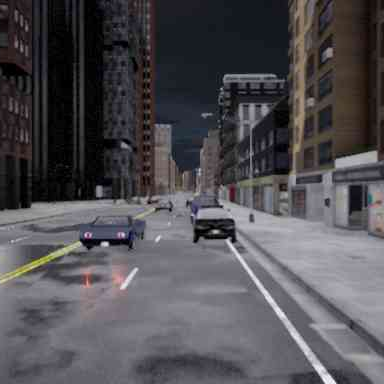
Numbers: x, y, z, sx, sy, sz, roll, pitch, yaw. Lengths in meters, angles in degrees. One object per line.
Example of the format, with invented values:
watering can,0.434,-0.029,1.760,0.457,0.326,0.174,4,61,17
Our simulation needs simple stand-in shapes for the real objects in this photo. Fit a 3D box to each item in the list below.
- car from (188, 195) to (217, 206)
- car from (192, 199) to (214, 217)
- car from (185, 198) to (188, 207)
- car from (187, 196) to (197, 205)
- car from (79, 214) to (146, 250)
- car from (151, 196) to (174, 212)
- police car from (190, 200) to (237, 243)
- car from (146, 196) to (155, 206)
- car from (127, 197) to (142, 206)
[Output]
car,0.976,1.218,26.100,2.150,2.045,5.566,0,0,0
car,0.975,1.472,32.071,1.882,1.535,5.008,0,0,0
car,0.001,1.474,51.127,1.882,1.535,5.008,0,0,0
car,0.001,1.506,61.123,1.837,1.490,4.892,0,0,0
car,-3.150,1.596,14.276,1.895,1.301,4.718,0,0,0
car,-3.150,1.541,38.509,2.033,1.411,5.357,0,0,0
police car,0.975,1.420,16.180,1.930,1.638,5.238,0,0,0
car,-6.516,1.477,56.336,1.882,1.535,5.008,0,0,0
car,-9.764,1.525,56.582,1.812,1.442,4.674,0,0,0
